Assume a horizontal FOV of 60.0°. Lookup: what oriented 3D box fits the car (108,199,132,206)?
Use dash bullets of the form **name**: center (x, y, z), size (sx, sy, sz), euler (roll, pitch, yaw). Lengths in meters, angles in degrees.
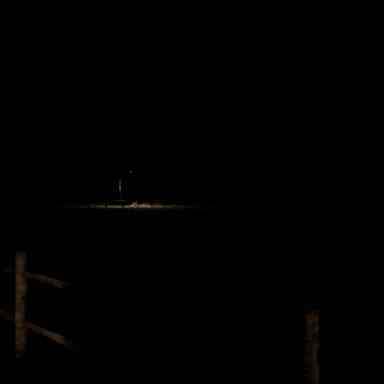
- **car**: center (-14.884, 2.205, 68.823), size (2.033, 1.411, 5.357), euler (0, -1, 36)
